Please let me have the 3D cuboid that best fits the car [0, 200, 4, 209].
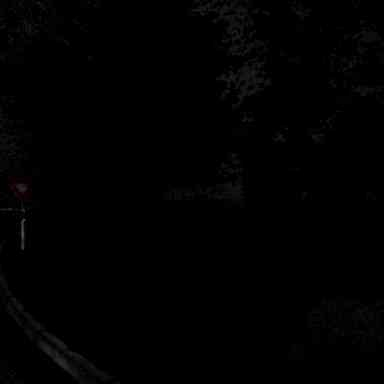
[{"bbox_3d":[-25.471,1.403,42.130,4.674,1.442,1.812,0,0,44],"label":"car"}]
